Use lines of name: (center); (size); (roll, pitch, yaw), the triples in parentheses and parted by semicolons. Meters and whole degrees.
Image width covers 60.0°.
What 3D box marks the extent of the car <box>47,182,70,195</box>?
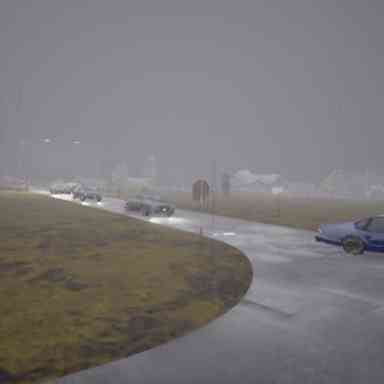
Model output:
car: (-16.944, -0.354, 42.870); (1.812, 1.442, 4.674); (2, 2, -34)

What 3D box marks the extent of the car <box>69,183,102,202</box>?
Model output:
car: (-10.538, 0.129, 33.424); (1.837, 1.490, 4.892); (2, 1, -34)

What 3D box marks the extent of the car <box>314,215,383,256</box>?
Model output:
car: (7.017, 1.510, 11.236); (5.357, 1.411, 2.033); (3, 1, 30)

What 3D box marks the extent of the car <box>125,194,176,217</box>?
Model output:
car: (-2.809, 0.815, 22.089); (1.994, 1.385, 4.181); (2, 2, -35)

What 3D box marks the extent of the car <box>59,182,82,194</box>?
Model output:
car: (-18.348, -0.603, 50.075); (2.128, 1.511, 4.902); (2, 1, -34)

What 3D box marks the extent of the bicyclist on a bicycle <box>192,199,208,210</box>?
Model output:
bicyclist on a bicycle: (0.655, 0.732, 27.633); (1.656, 1.620, 0.582); (1, 2, -34)
